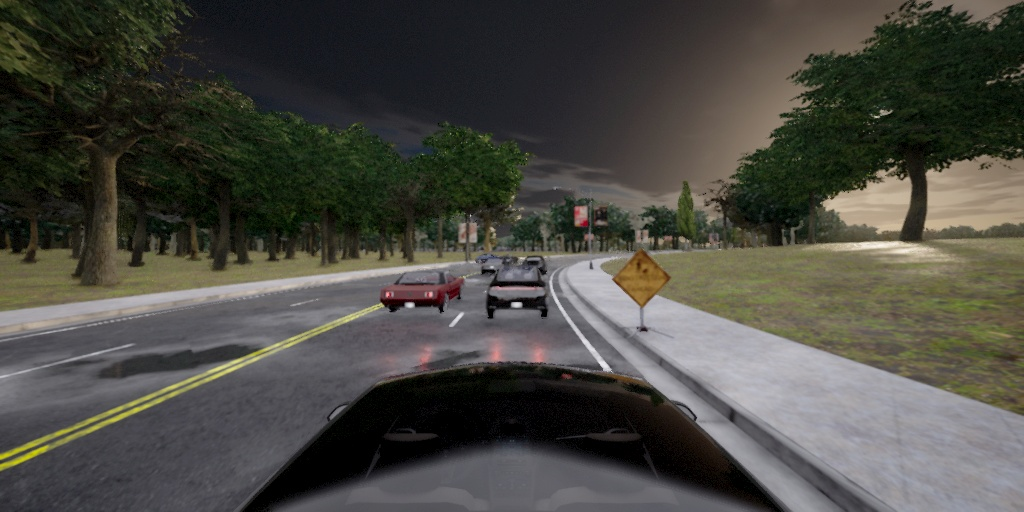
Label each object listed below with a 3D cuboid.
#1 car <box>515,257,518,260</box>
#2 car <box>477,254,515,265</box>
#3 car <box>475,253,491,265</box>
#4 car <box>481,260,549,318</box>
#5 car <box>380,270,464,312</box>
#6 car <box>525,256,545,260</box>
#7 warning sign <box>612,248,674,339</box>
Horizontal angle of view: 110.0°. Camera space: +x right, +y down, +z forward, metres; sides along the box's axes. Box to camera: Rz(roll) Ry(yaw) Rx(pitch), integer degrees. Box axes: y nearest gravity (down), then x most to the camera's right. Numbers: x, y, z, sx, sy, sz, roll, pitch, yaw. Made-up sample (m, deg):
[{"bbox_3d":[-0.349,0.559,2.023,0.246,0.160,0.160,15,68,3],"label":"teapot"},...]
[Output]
[{"bbox_3d":[-0.506,0.449,48.666,1.994,1.385,4.181,0,1,17],"label":"car"},{"bbox_3d":[-1.256,0.803,30.176,1.994,1.385,4.181,0,1,9],"label":"car"},{"bbox_3d":[-3.521,0.360,49.939,1.882,1.535,5.008,0,1,17],"label":"car"},{"bbox_3d":[0.227,1.063,12.105,2.128,1.511,4.902,0,1,2],"label":"car"},{"bbox_3d":[-2.988,1.157,13.062,1.895,1.301,4.718,0,1,3],"label":"car"},{"bbox_3d":[1.954,0.741,29.695,1.837,1.490,4.892,0,1,9],"label":"car"},{"bbox_3d":[2.846,0.763,7.832,1.300,1.860,1.060,0,0,0],"label":"warning sign"}]
